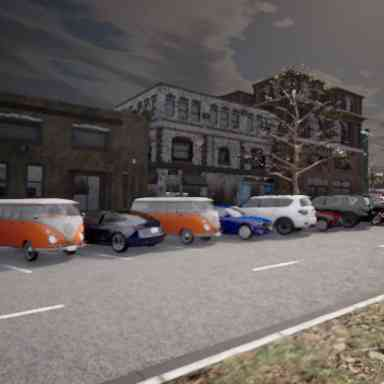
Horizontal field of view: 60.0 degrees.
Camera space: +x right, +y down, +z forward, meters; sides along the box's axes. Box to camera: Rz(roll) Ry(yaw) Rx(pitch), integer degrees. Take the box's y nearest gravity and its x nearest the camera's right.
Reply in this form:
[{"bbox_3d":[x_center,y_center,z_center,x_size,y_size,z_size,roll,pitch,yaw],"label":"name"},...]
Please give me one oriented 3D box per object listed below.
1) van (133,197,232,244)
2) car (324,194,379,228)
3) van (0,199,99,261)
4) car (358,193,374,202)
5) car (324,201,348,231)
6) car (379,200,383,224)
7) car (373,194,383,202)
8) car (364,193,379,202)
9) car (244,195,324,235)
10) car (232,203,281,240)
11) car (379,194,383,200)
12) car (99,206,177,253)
[{"bbox_3d":[-0.710,1.243,15.311,4.442,1.987,1.878,-1,-1,35],"label":"van"},{"bbox_3d":[9.012,1.235,22.285,5.566,2.045,2.435,-1,-1,35],"label":"car"},{"bbox_3d":[-5.638,1.235,11.845,4.442,1.987,1.878,-1,-1,35],"label":"van"},{"bbox_3d":[35.027,1.085,66.743,2.185,1.767,4.553,0,-1,36],"label":"car"},{"bbox_3d":[6.578,1.482,20.550,5.008,1.535,2.097,-1,-1,35],"label":"car"},{"bbox_3d":[11.528,1.519,23.981,4.792,1.488,2.163,-1,-1,35],"label":"car"},{"bbox_3d":[36.706,1.212,64.316,2.231,1.521,4.892,0,-1,36],"label":"car"},{"bbox_3d":[44.648,1.493,82.738,2.435,2.045,5.566,1,-2,36],"label":"car"},{"bbox_3d":[4.092,1.227,18.838,5.566,2.045,2.435,-1,-1,35],"label":"car"},{"bbox_3d":[1.655,1.474,17.101,5.008,1.535,2.097,-1,-1,35],"label":"car"},{"bbox_3d":[13.988,1.242,25.712,5.566,2.045,2.435,-1,-1,35],"label":"car"},{"bbox_3d":[-3.297,1.496,13.655,4.792,1.488,2.163,-1,-1,35],"label":"car"}]
